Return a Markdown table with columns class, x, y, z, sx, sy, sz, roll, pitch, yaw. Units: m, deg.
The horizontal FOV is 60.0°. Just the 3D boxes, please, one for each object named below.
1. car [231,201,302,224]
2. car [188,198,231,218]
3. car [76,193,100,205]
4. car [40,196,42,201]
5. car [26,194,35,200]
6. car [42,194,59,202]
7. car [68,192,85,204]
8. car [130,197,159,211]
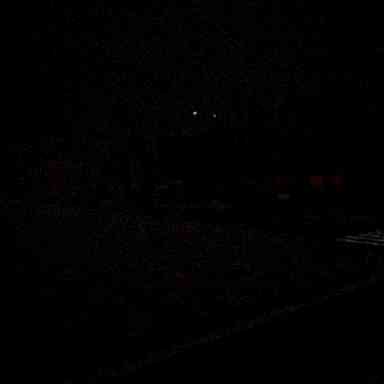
| class | x | y | z | sx | sy | sz | roll | pitch | yaw |
| --- | --- | --- | --- | --- | --- | --- | --- | --- | --- |
| car | 4.944 | 1.225 | 21.680 | 1.887 | 1.381 | 4.507 | -1 | 1 | -36 |
| car | 1.502 | 1.194 | 26.410 | 1.752 | 1.417 | 4.829 | -1 | 1 | -36 |
| car | -15.106 | 1.216 | 49.235 | 1.947 | 1.339 | 4.313 | -1 | 1 | -36 |
| car | -31.814 | 1.247 | 72.199 | 1.802 | 1.307 | 4.206 | -1 | 1 | -36 |
| car | -41.838 | 1.247 | 85.975 | 2.008 | 1.369 | 4.403 | -2 | 1 | -36 |
| car | -28.474 | 1.101 | 67.605 | 1.967 | 1.590 | 4.097 | -1 | 1 | -36 |
| car | -18.452 | 0.968 | 53.825 | 2.192 | 1.841 | 5.009 | -1 | 1 | -36 |
| car | -5.081 | 1.220 | 35.458 | 1.947 | 1.339 | 4.313 | -1 | 1 | -36 |
